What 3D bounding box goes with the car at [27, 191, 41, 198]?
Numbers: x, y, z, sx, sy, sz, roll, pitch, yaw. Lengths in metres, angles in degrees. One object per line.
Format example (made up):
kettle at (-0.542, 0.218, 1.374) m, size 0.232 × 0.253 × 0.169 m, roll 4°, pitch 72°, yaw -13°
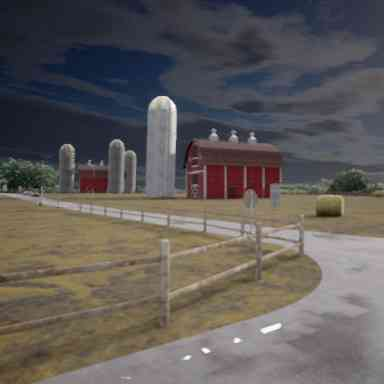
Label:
car at (-39.795, 0.733, 84.246) m, size 1.895 × 1.301 × 4.718 m, roll 2°, pitch 0°, yaw -35°
